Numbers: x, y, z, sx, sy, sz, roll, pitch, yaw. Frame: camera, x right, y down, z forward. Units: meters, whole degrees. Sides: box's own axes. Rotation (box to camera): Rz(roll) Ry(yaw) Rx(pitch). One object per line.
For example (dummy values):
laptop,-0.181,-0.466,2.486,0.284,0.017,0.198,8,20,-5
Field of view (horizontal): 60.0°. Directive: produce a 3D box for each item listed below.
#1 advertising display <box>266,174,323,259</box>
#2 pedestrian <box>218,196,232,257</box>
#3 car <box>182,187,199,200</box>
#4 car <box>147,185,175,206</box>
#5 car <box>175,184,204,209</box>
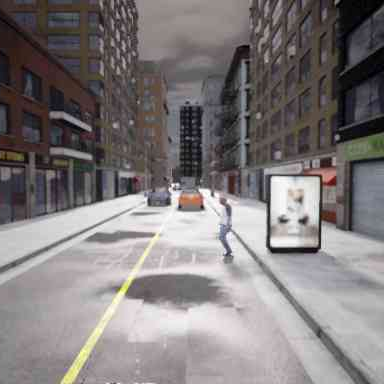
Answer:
advertising display,2.959,0.708,9.688,1.540,2.440,0.280,0,2,0
pedestrian,1.033,0.971,9.884,0.375,1.860,0.375,-1,2,-13
car,-0.182,0.147,42.685,2.033,1.411,5.357,0,2,0
car,-3.022,0.320,31.598,2.097,1.767,4.553,0,2,0
car,-0.087,0.420,28.559,2.097,1.767,4.553,0,2,0
